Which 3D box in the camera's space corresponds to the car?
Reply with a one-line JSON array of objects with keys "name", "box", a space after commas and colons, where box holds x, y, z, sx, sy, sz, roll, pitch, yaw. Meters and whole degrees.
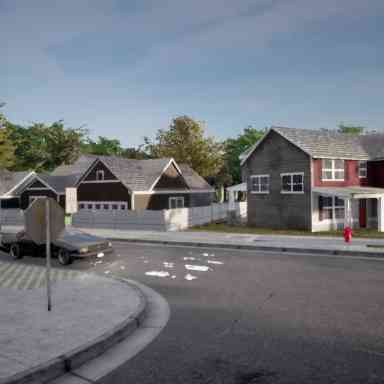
[{"name": "car", "box": [-5.803, 2.086, 13.991, 5.357, 1.411, 2.033, -2, 0, 30]}]
